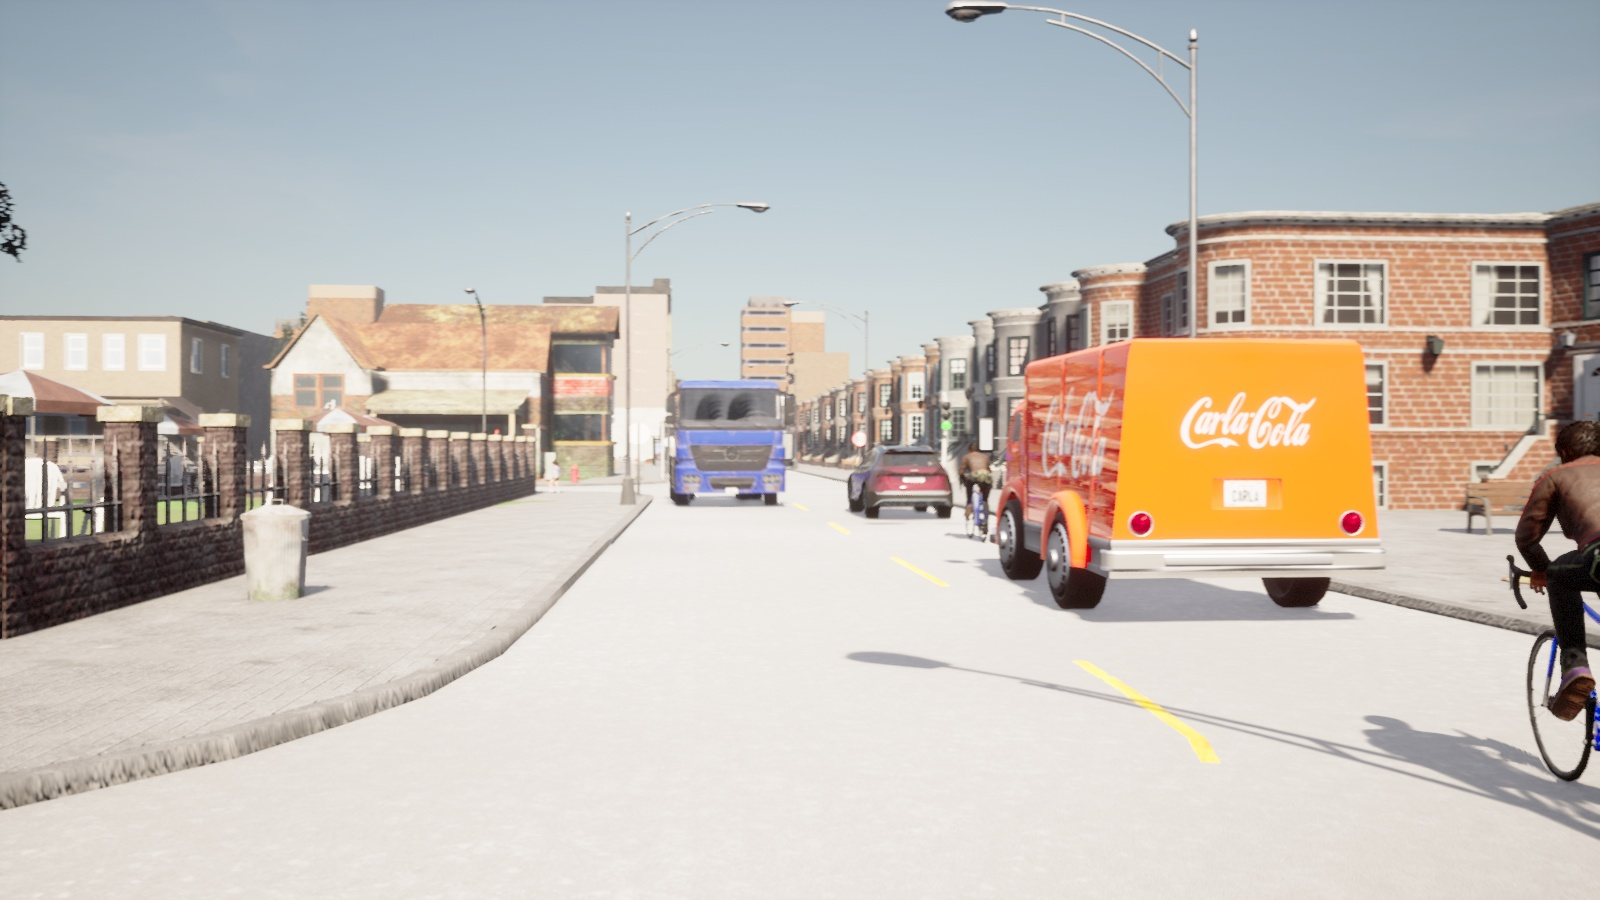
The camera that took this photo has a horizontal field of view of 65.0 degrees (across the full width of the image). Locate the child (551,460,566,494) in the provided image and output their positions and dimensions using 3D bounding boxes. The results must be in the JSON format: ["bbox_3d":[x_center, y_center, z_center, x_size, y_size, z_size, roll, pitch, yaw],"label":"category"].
[{"bbox_3d":[-7.782,0.867,40.451,0.394,1.110,0.255,0,0,17],"label":"child"}]

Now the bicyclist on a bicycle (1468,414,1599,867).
[{"bbox_3d":[3.326,0.683,5.227,0.582,1.620,1.656,0,0,14],"label":"bicyclist on a bicycle"}]

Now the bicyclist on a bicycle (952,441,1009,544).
[{"bbox_3d":[2.957,0.683,20.728,0.582,1.620,1.656,0,0,-4],"label":"bicyclist on a bicycle"}]

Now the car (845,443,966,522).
[{"bbox_3d":[2.318,0.664,28.986,2.033,1.649,4.856,0,0,-4],"label":"car"}]

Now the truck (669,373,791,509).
[{"bbox_3d":[-2.185,-0.230,36.050,2.891,3.462,7.936,0,0,-7],"label":"truck"}]

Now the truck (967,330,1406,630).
[{"bbox_3d":[3.574,0.241,13.041,2.627,2.467,5.204,0,0,-4],"label":"truck"}]
